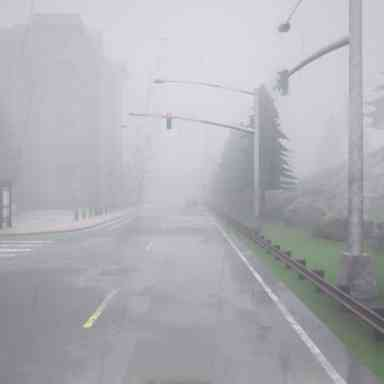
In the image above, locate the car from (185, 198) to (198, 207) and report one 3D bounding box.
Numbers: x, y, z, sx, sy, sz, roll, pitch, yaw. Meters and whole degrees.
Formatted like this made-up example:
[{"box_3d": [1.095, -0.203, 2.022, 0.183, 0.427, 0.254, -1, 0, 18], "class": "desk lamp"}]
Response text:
[{"box_3d": [-0.039, 1.564, 50.677, 1.994, 1.385, 4.181, 0, 0, 0], "class": "car"}]
